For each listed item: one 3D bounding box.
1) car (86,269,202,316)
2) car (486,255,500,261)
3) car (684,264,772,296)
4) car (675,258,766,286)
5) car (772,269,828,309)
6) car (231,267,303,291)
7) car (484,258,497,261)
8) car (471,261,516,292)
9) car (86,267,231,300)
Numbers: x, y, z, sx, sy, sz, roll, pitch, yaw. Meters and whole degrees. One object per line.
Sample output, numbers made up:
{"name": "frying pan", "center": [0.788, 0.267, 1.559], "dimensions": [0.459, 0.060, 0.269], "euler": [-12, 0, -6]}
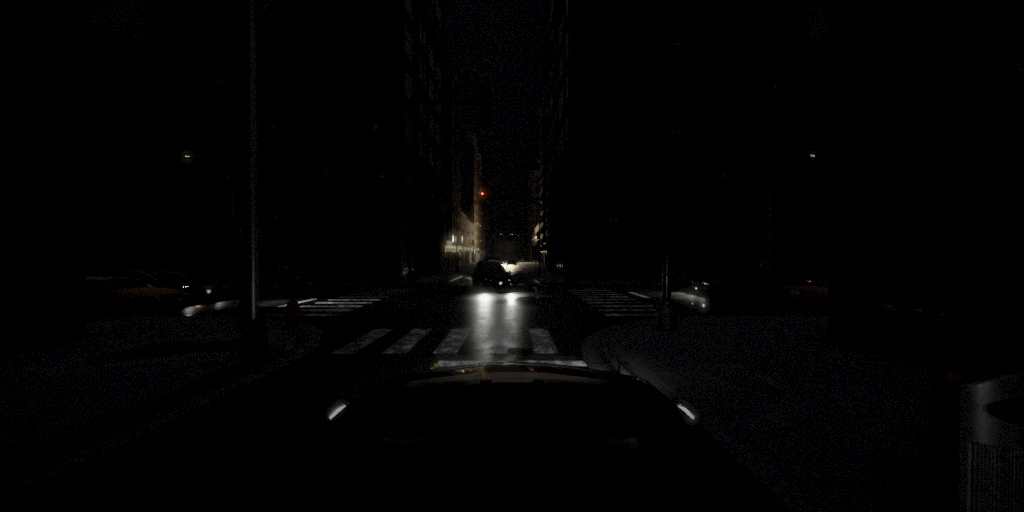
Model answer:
{"name": "car", "center": [-14.403, 1.304, 12.873], "dimensions": [4.829, 1.417, 1.751], "euler": [0, 0, 0]}
{"name": "car", "center": [-2.943, 0.937, 53.888], "dimensions": [2.150, 2.045, 5.566], "euler": [0, 1, 0]}
{"name": "car", "center": [12.134, 1.277, 18.338], "dimensions": [5.357, 1.411, 2.033], "euler": [0, 0, 3]}
{"name": "car", "center": [12.314, 1.032, 20.914], "dimensions": [5.009, 1.841, 2.192], "euler": [0, 0, 0]}
{"name": "car", "center": [12.480, 1.280, 12.889], "dimensions": [4.829, 1.417, 1.751], "euler": [0, 0, 0]}
{"name": "car", "center": [-14.569, 1.307, 20.898], "dimensions": [4.313, 1.339, 1.948], "euler": [0, 0, 0]}
{"name": "car", "center": [-2.921, 1.216, 37.559], "dimensions": [1.882, 1.535, 5.008], "euler": [0, 0, 0]}
{"name": "car", "center": [-1.279, 1.250, 21.771], "dimensions": [1.837, 1.490, 4.892], "euler": [0, 0, -16]}
{"name": "car", "center": [-15.482, 1.260, 15.397], "dimensions": [4.902, 1.511, 2.128], "euler": [0, 0, 0]}
